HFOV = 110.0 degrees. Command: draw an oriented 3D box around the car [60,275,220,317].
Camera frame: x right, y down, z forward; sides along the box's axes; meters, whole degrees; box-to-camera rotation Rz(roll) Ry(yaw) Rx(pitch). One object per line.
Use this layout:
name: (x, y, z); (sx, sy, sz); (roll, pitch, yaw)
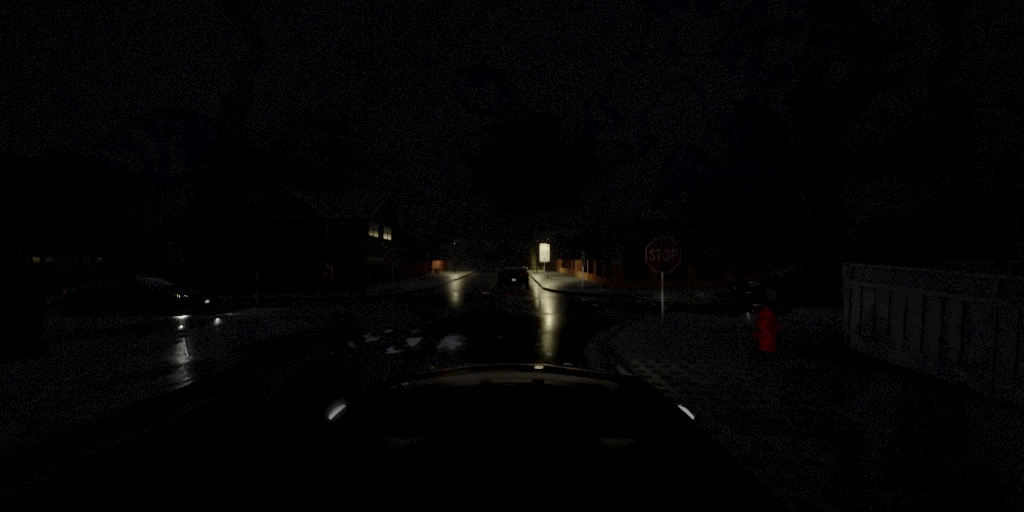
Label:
car: (-13.301, 1.389, 12.927); (4.674, 1.442, 1.812); (-1, -2, 0)

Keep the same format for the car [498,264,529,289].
car: (0.104, 1.262, 23.560); (1.882, 1.535, 5.008); (0, 0, 0)

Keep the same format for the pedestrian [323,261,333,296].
pedestrian: (-9.666, 1.154, 18.769); (0.375, 1.860, 0.375); (0, -1, 1)

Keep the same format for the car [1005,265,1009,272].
car: (21.697, 1.018, 15.432); (4.892, 1.490, 1.837); (-1, -2, 1)

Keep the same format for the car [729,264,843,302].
car: (12.183, 1.108, 15.559); (5.008, 1.535, 1.882); (-1, -2, 1)
